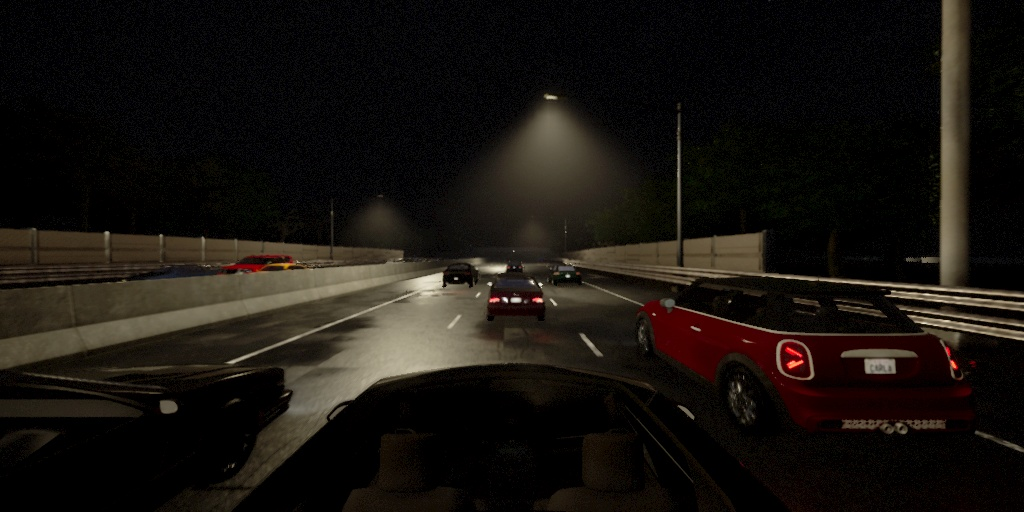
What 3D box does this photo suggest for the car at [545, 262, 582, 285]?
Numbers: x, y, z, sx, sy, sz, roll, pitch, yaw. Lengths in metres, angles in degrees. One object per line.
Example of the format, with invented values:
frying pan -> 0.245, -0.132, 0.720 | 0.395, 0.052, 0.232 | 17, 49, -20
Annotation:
car -> 3.670, 1.279, 25.486 | 1.994, 1.385, 4.181 | 0, 0, 0

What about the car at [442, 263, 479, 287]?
car -> -3.338, 1.194, 23.924 | 1.882, 1.535, 5.008 | 0, 0, 0

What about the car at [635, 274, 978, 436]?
car -> 3.606, 1.097, 5.634 | 2.097, 1.767, 4.553 | 0, 0, 0

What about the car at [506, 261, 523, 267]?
car -> 0.274, 1.243, 40.168 | 2.033, 1.411, 5.357 | 0, 0, 1

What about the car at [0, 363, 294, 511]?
car -> -3.399, 1.297, 1.569 | 2.033, 1.411, 5.357 | 0, 0, 0

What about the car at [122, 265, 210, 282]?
car -> -21.047, 1.263, 22.642 | 2.033, 1.411, 5.357 | 0, 0, 0

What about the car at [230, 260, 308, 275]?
car -> -14.048, 1.196, 21.723 | 1.882, 1.535, 5.008 | 0, 0, 0

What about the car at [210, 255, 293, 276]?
car -> -17.532, 0.934, 25.097 | 2.150, 2.045, 5.566 | 0, 0, 0

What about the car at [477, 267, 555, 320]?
car -> 0.118, 1.281, 12.563 | 2.033, 1.411, 5.357 | 0, 0, 0

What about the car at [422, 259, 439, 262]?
car -> -13.617, 1.212, 62.653 | 2.033, 1.411, 5.357 | 0, 0, 1
